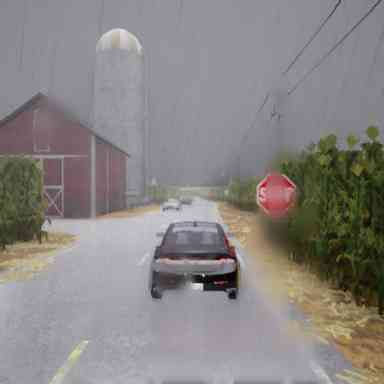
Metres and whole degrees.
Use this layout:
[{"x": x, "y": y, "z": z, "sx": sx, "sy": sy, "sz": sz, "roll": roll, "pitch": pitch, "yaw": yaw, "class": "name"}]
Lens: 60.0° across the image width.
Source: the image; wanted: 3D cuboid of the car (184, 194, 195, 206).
[{"x": -1.096, "y": 1.539, "z": 55.307, "sx": 2.033, "sy": 1.411, "sz": 5.357, "roll": 0, "pitch": 0, "yaw": 4, "class": "car"}]

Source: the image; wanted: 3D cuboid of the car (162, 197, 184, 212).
[{"x": -2.298, "y": 1.520, "z": 38.986, "sx": 1.812, "sy": 1.442, "sz": 4.674, "roll": 0, "pitch": 0, "yaw": 4, "class": "car"}]

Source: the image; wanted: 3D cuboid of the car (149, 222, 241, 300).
[{"x": 0.078, "y": 1.490, "z": 8.393, "sx": 2.128, "sy": 1.511, "sz": 4.902, "roll": 0, "pitch": 0, "yaw": 1, "class": "car"}]

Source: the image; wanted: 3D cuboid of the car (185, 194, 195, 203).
[{"x": -0.344, "y": 1.334, "z": 70.619, "sx": 2.097, "sy": 1.767, "sz": 4.553, "roll": 0, "pitch": 0, "yaw": 1, "class": "car"}]
